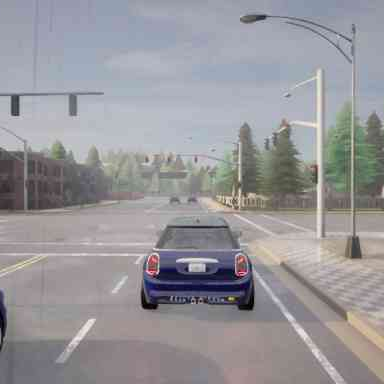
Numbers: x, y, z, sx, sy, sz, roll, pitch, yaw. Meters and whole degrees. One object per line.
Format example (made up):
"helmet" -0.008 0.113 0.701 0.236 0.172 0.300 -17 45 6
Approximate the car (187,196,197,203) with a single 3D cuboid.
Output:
"car" 0.037 1.505 68.264 1.837 1.490 4.892 0 0 0

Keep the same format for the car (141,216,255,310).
"car" 0.158 1.352 7.976 2.097 1.767 4.553 0 0 2

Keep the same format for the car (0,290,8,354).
"car" -3.441 1.478 2.522 1.882 1.535 5.008 0 0 0

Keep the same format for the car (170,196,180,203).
"car" -3.463 1.505 68.266 1.837 1.490 4.892 0 0 0
